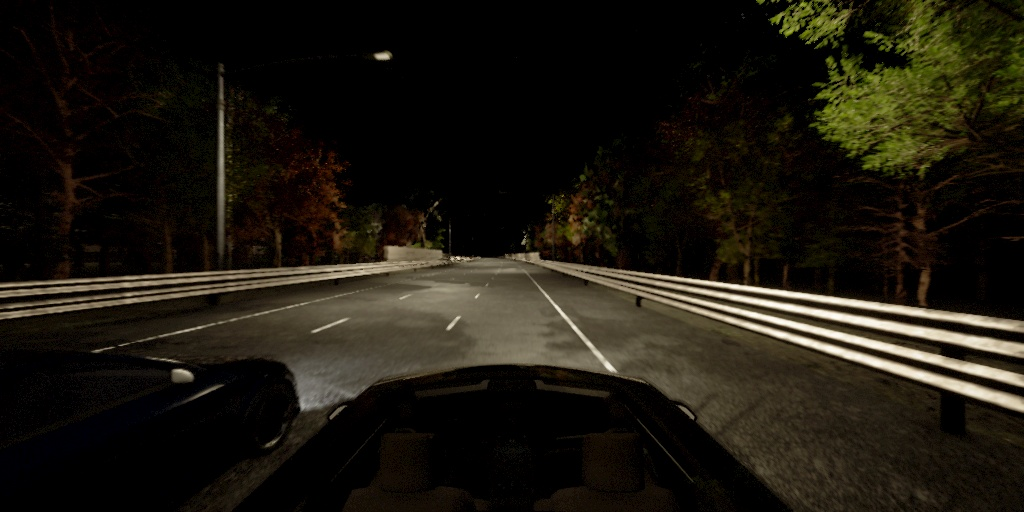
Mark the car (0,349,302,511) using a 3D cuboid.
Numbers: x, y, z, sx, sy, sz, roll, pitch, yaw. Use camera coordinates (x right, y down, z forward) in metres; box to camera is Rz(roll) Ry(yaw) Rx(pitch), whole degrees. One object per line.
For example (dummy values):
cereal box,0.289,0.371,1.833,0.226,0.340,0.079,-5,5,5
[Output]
car,-3.401,1.314,2.399,1.994,1.385,4.181,0,0,0
